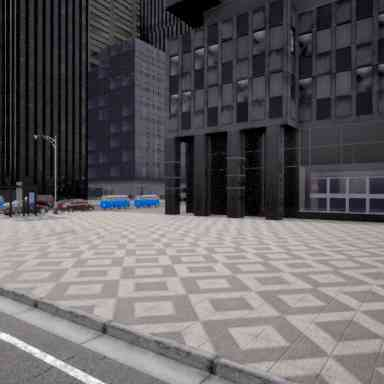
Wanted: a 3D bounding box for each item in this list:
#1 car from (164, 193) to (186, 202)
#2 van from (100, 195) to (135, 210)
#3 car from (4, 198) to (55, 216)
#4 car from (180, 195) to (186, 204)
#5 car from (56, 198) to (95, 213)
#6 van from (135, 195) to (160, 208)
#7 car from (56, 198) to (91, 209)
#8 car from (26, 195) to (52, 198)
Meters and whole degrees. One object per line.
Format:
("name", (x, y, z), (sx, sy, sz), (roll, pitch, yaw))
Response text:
("car", (-2.651, 1.185, 60.631), (2.150, 2.045, 5.566), (0, 0, 36))
("van", (-9.420, 1.331, 41.174), (1.690, 1.788, 3.998), (0, 0, 35))
("car", (-16.004, 1.548, 31.922), (2.008, 1.369, 4.403), (0, 0, 35))
("car", (0.454, 1.568, 55.052), (1.802, 1.307, 4.206), (0, 0, 35))
("car", (-12.712, 1.575, 36.548), (1.802, 1.307, 4.206), (0, 0, 35))
("van", (-6.128, 1.329, 45.799), (1.690, 1.788, 3.998), (0, 0, 35))
("car", (-16.367, 1.547, 46.115), (1.802, 1.307, 4.206), (0, 0, 35))
("car", (-19.658, 1.284, 41.488), (2.192, 1.841, 5.009), (0, 0, 35))
